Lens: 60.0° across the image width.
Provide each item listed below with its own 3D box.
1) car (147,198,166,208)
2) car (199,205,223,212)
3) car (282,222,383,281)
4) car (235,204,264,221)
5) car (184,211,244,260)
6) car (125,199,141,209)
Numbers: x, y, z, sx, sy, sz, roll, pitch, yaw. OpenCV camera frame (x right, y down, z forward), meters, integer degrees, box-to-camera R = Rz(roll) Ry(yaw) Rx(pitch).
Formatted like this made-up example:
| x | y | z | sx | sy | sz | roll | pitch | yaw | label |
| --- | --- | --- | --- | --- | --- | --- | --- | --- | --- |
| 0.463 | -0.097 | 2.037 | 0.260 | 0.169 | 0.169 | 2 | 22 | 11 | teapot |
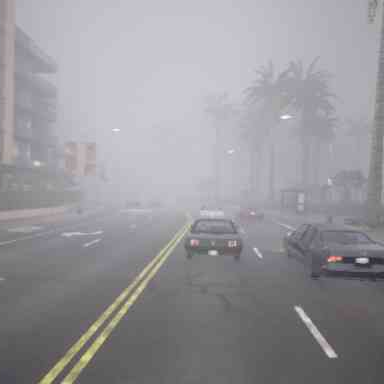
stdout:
| x | y | z | sx | sy | sz | roll | pitch | yaw | label |
| --- | --- | --- | --- | --- | --- | --- | --- | --- | --- |
| -5.259 | 1.598 | 48.533 | 2.033 | 1.411 | 5.357 | 1 | 0 | -17 | car |
| 1.540 | 1.713 | 27.763 | 1.895 | 1.301 | 4.718 | 1 | 0 | 1 | car |
| 4.166 | 1.655 | 10.263 | 2.033 | 1.411 | 5.357 | 1 | 0 | 4 | car |
| 4.992 | 1.744 | 29.497 | 1.994 | 1.385 | 4.181 | 1 | 0 | -1 | car |
| 0.850 | 1.655 | 12.789 | 1.895 | 1.301 | 4.718 | 1 | 0 | 4 | car |
| -8.204 | 1.590 | 46.229 | 1.895 | 1.301 | 4.718 | 1 | 0 | -16 | car |
